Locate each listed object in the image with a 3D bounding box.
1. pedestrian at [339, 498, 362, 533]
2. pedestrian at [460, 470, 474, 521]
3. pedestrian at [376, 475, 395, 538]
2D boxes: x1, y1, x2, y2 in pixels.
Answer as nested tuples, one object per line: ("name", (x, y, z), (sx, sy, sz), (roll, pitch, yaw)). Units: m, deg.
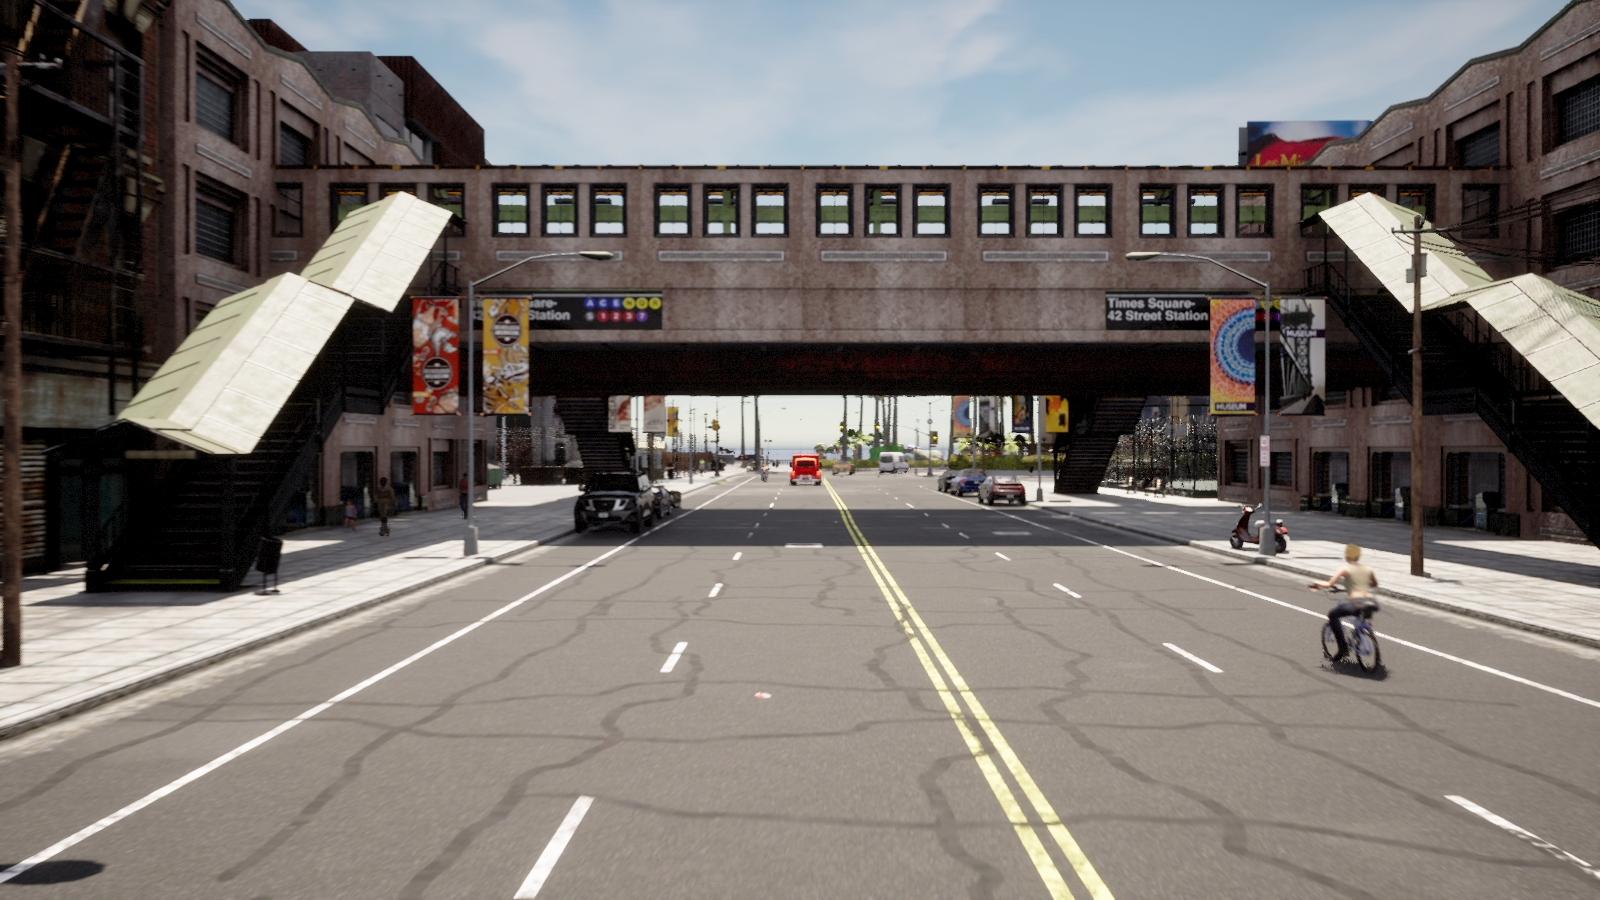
("pedestrian", (-14.245, 2.071, 36.249), (0.500, 1.100, 0.500), (0, 0, 8))
("pedestrian", (-12.415, 1.691, 42.596), (0.375, 1.860, 0.375), (0, 0, 6))
("pedestrian", (-12.392, 1.691, 34.160), (0.375, 1.860, 0.375), (0, 0, 8))
